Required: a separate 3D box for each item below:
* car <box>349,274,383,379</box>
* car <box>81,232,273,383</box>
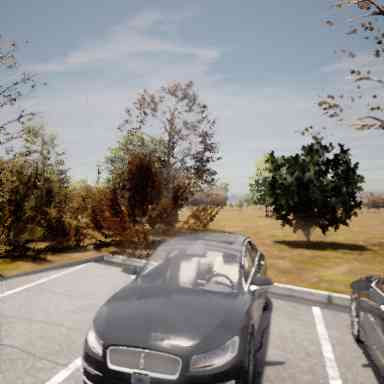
[{"bbox_3d":[2.944,1.489,3.395,2.231,1.521,4.892,0,-1,15],"label":"car"},{"bbox_3d":[0.188,1.473,5.375,2.231,1.521,4.892,1,0,16],"label":"car"}]
